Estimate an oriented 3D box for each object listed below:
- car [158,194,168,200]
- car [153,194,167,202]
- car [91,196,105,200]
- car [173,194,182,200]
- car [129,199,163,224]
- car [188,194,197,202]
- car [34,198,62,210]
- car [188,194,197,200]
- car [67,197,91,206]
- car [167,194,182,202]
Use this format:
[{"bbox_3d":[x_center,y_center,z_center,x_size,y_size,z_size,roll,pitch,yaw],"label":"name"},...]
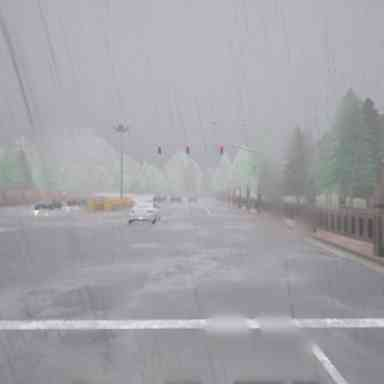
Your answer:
[{"bbox_3d":[-6.866,1.133,78.955,1.837,1.490,4.892,0,0,0],"label":"car"},{"bbox_3d":[-6.883,1.177,68.921,2.097,1.767,4.553,0,0,0],"label":"car"},{"bbox_3d":[-17.421,1.389,62.105,2.033,1.411,5.357,0,0,1],"label":"car"},{"bbox_3d":[-3.366,1.185,78.949,1.994,1.385,4.181,0,0,0],"label":"car"},{"bbox_3d":[-3.372,1.464,24.129,1.812,1.442,4.674,0,0,0],"label":"car"},{"bbox_3d":[0.116,1.374,68.523,2.033,1.411,5.357,0,0,0],"label":"car"},{"bbox_3d":[-17.512,1.461,40.742,1.994,1.385,4.181,0,0,0],"label":"car"},{"bbox_3d":[0.134,1.172,78.943,2.033,1.411,5.357,0,0,0],"label":"car"},{"bbox_3d":[-17.488,1.472,50.845,1.895,1.301,4.718,0,0,0],"label":"car"},{"bbox_3d":[-3.384,1.178,68.882,2.097,1.767,4.553,0,0,0],"label":"car"}]
